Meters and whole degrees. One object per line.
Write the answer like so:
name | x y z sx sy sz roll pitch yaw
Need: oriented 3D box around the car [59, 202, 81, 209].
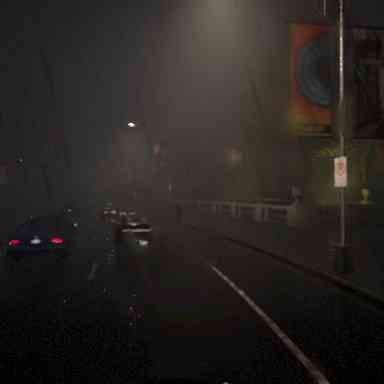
car | -12.048 1.696 32.899 1.994 1.385 4.181 0 0 -18

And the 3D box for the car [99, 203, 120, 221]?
car | -6.937 1.651 28.619 2.033 1.411 5.357 0 0 -18

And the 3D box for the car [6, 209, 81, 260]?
car | -5.548 1.602 12.775 2.033 1.411 5.357 0 0 -16

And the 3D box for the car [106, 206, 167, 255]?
car | -2.276 1.537 13.684 2.128 1.511 4.902 0 0 -15
